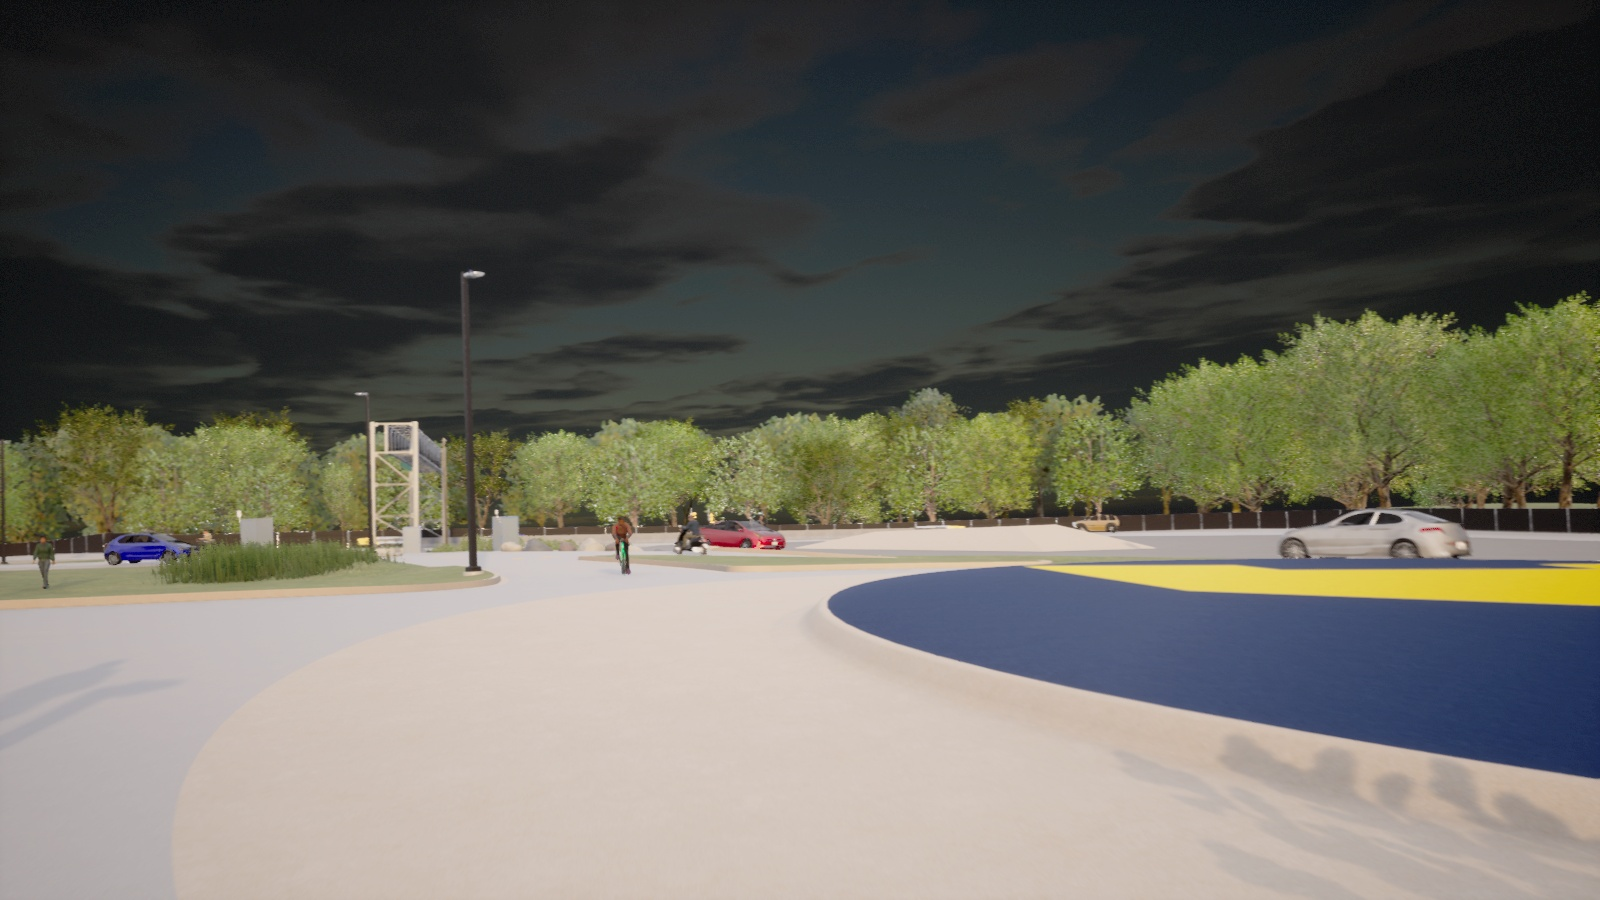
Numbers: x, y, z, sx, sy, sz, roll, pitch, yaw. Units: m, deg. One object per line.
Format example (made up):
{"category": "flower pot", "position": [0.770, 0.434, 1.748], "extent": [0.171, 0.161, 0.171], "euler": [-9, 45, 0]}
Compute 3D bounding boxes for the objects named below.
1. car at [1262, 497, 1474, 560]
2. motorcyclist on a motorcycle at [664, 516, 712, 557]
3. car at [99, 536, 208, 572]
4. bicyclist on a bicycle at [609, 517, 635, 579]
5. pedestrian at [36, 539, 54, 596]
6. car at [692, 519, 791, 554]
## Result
{"category": "car", "position": [15.910, 2.198, 35.441], "extent": [2.152, 1.651, 5.027], "euler": [2, -4, -35]}
{"category": "motorcyclist on a motorcycle", "position": [-4.457, 3.420, 49.818], "extent": [1.817, 1.590, 0.866], "euler": [-2, -2, 40]}
{"category": "car", "position": [-30.350, 4.880, 59.004], "extent": [4.193, 1.474, 1.816], "euler": [-2, -3, 6]}
{"category": "bicyclist on a bicycle", "position": [-4.863, 2.662, 34.257], "extent": [0.582, 1.620, 1.656], "euler": [-3, -3, -10]}
{"category": "pedestrian", "position": [-24.832, 3.864, 41.291], "extent": [0.353, 1.847, 0.614], "euler": [-2, -4, -19]}
{"category": "car", "position": [-2.687, 3.908, 56.772], "extent": [2.007, 1.525, 4.514], "euler": [3, -5, -44]}
